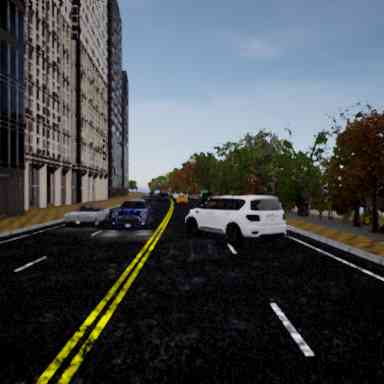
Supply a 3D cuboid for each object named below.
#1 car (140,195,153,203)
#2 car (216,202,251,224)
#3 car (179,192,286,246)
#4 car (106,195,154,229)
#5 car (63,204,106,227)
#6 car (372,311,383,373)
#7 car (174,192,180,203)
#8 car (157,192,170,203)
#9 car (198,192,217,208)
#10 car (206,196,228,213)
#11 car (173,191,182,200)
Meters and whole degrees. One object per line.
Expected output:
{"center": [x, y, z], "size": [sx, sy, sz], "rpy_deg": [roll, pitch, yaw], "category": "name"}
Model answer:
{"center": [-8.656, 1.253, 63.272], "size": [2.033, 1.411, 5.357], "rpy_deg": [0, 0, -3], "category": "car"}
{"center": [2.936, 1.494, 24.607], "size": [1.895, 1.301, 4.718], "rpy_deg": [0, 0, -1], "category": "car"}
{"center": [1.809, 1.157, 15.434], "size": [2.150, 2.045, 5.566], "rpy_deg": [0, 0, -31], "category": "car"}
{"center": [-3.589, 1.263, 20.638], "size": [2.097, 1.767, 4.553], "rpy_deg": [0, 0, -1], "category": "car"}
{"center": [-6.870, 1.505, 22.132], "size": [1.895, 1.301, 4.718], "rpy_deg": [0, 0, -1], "category": "car"}
{"center": [3.248, 1.553, 2.467], "size": [1.994, 1.385, 4.181], "rpy_deg": [0, 0, 0], "category": "car"}
{"center": [-1.814, 1.203, 59.167], "size": [1.882, 1.535, 5.008], "rpy_deg": [0, 0, -3], "category": "car"}
{"center": [-5.338, 0.931, 62.125], "size": [2.150, 2.045, 5.566], "rpy_deg": [0, 0, -3], "category": "car"}
{"center": [2.109, 1.010, 46.703], "size": [2.150, 2.045, 5.566], "rpy_deg": [0, 0, -3], "category": "car"}
{"center": [2.581, 1.297, 35.818], "size": [1.801, 1.575, 5.366], "rpy_deg": [0, 0, -2], "category": "car"}
{"center": [-3.221, 0.846, 78.105], "size": [2.150, 2.045, 5.566], "rpy_deg": [0, 0, -5], "category": "car"}
